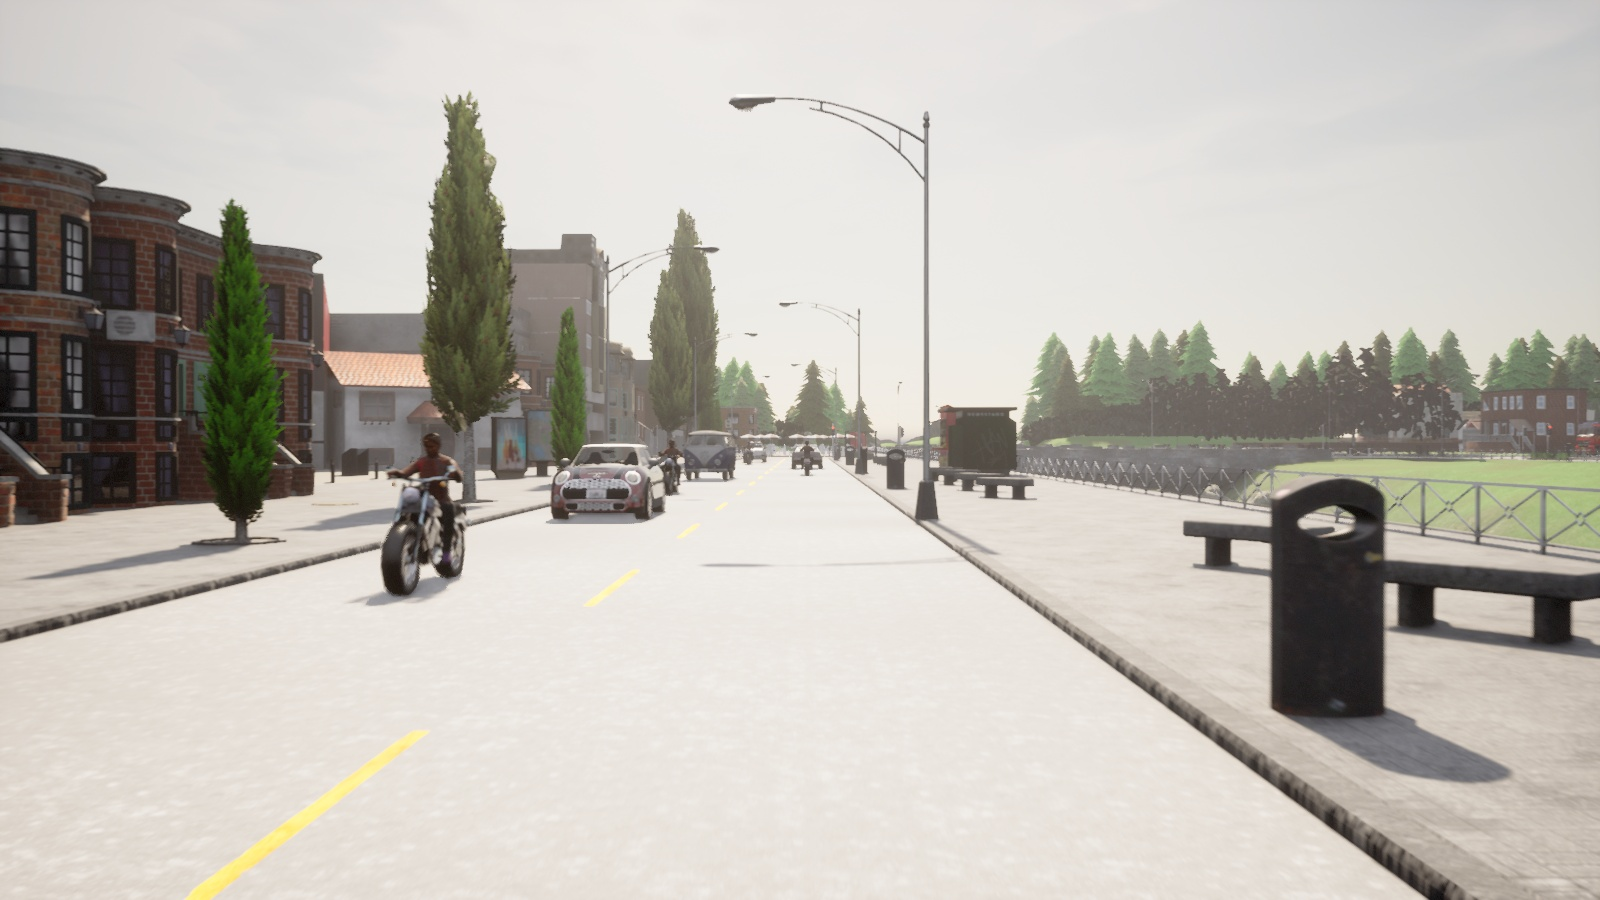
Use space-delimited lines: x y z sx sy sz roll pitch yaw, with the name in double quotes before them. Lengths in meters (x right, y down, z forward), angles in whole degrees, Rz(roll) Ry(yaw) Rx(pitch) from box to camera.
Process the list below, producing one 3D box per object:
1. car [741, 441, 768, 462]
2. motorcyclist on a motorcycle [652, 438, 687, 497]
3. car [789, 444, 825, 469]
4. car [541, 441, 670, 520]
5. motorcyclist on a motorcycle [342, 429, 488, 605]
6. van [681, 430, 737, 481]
"car" -3.458 0.100 96.121 1.851 1.617 3.988 0 0 0
"motorcyclist on a motorcycle" -3.783 0.487 36.624 0.766 1.649 2.350 0 0 0
"car" 0.420 0.379 73.615 2.033 1.411 5.357 0 0 0
"car" -3.839 0.566 25.391 1.970 1.475 3.806 0 0 1
"motorcyclist on a motorcycle" -3.912 0.620 12.986 0.766 1.649 2.350 0 0 0
"van" -3.652 0.210 50.963 1.775 1.987 4.442 0 0 2
